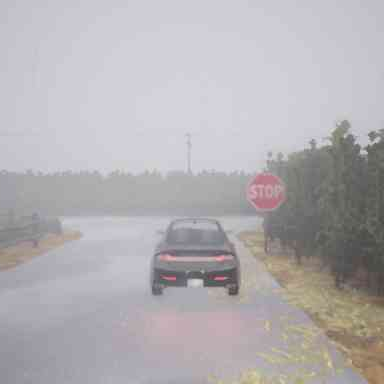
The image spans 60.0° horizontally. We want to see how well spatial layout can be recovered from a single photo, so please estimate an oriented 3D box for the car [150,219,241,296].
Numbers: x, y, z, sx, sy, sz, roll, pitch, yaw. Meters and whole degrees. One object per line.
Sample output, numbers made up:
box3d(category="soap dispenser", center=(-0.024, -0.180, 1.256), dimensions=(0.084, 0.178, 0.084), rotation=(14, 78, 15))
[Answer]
box3d(category="car", center=(0.077, 1.425, 8.473), dimensions=(2.128, 1.511, 4.902), rotation=(0, 0, 0))
